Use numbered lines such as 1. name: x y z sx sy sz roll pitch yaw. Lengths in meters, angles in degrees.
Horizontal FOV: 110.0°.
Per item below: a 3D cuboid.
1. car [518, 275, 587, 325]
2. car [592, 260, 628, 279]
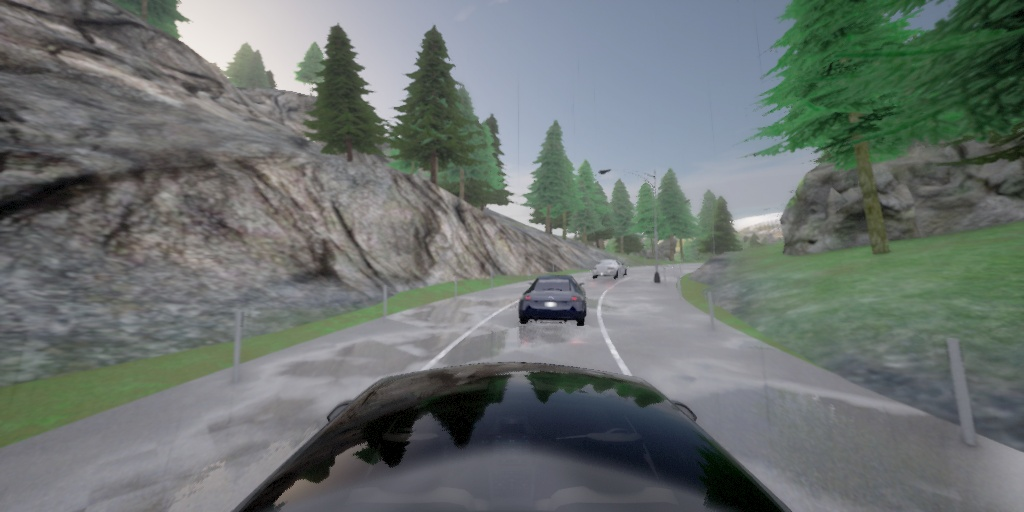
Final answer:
1. car: 1.443 1.303 11.921 1.994 1.385 4.181 0 0 11
2. car: 7.693 1.010 28.168 1.812 1.442 4.674 -2 1 30
